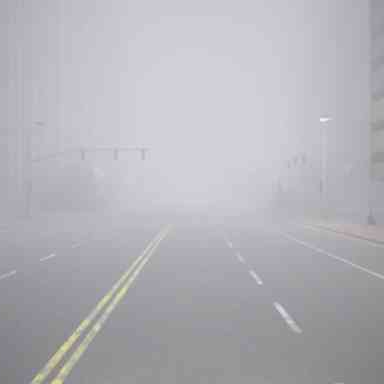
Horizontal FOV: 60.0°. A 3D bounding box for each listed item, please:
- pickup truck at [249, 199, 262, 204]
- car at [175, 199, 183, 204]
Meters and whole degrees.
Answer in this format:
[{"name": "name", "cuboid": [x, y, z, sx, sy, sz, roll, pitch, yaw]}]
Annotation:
[{"name": "pickup truck", "cuboid": [16.652, 1.988, 85.530, 2.390, 2.098, 6.274, 0, -1, 31]}, {"name": "car", "cuboid": [-3.467, 2.515, 90.069, 2.033, 1.411, 5.357, 0, -1, 0]}]
